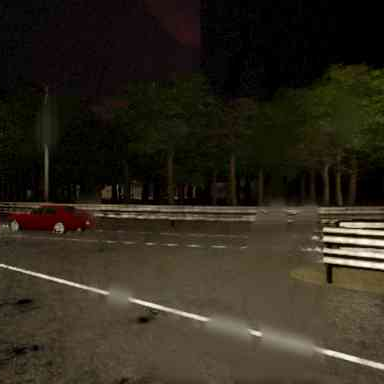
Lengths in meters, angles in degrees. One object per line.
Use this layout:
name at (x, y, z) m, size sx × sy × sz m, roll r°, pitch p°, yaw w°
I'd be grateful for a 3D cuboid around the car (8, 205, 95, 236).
car at (-7.811, 1.474, 18.422) m, size 5.008 × 1.535 × 1.882 m, roll 0°, pitch 0°, yaw 20°
